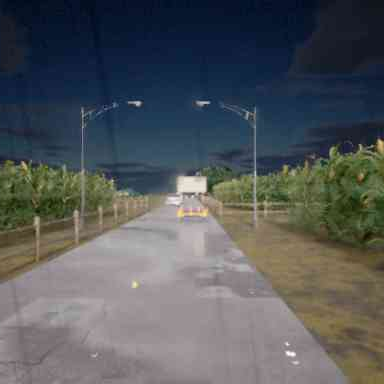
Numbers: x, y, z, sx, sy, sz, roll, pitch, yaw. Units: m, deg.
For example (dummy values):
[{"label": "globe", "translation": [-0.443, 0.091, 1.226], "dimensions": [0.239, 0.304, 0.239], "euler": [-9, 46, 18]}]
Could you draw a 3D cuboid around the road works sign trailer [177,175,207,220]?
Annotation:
[{"label": "road works sign trailer", "translation": [-0.005, 0.449, 26.933], "dimensions": [2.380, 3.560, 2.880], "euler": [0, 0, 0]}]

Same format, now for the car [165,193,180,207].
[{"label": "car", "translation": [-2.831, 1.216, 51.123], "dimensions": [2.150, 2.045, 5.566], "euler": [0, 0, 0]}]
